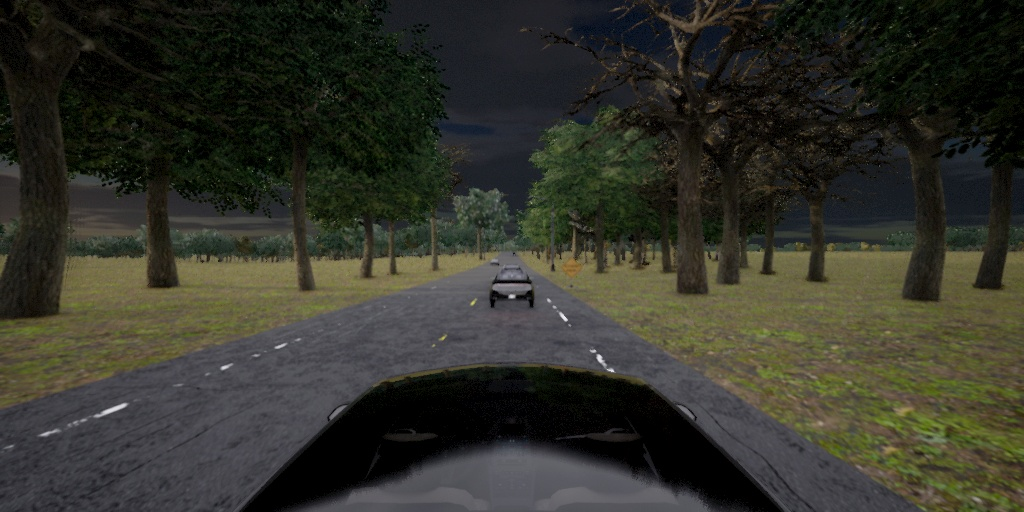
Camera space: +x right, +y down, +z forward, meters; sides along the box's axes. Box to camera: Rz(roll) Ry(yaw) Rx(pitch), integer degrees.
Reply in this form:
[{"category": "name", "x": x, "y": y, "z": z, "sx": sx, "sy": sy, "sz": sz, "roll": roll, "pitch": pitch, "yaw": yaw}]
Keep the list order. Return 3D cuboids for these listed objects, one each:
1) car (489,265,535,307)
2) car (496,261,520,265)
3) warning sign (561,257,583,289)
[{"category": "car", "x": 0.003, "y": 1.346, "z": 16.130, "sx": 2.128, "sy": 1.511, "sz": 4.902, "roll": 0, "pitch": 0, "yaw": 0}, {"category": "car", "x": 0.002, "y": 1.394, "z": 31.128, "sx": 2.128, "sy": 1.511, "sz": 4.902, "roll": 0, "pitch": 0, "yaw": 0}, {"category": "warning sign", "x": 3.549, "y": 0.993, "z": 21.416, "sx": 1.300, "sy": 1.860, "sz": 1.060, "roll": 0, "pitch": 0, "yaw": 0}]
